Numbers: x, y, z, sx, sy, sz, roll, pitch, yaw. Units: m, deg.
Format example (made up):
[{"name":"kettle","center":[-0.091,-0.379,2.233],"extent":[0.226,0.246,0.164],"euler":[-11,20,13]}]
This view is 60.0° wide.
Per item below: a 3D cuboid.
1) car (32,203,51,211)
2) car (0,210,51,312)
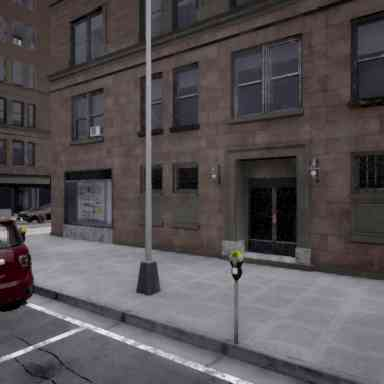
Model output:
[{"name":"car","center":[-10.244,1.503,25.168],"extent":[2.033,1.411,5.357],"euler":[0,0,36]},{"name":"car","center":[-5.066,1.315,6.408],"extent":[5.009,1.841,2.192],"euler":[0,0,35]}]
